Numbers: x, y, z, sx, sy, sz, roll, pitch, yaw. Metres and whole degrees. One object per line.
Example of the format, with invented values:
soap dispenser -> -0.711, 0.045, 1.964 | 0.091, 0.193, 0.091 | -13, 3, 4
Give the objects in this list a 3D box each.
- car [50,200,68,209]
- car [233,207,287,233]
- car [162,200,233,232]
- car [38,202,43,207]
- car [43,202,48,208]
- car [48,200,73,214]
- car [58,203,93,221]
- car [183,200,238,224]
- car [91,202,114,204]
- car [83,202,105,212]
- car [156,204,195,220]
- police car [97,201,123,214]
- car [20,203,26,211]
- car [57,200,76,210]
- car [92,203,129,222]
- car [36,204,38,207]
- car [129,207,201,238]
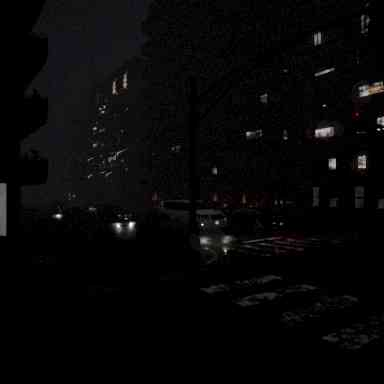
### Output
car -> -28.394, 2.623, 70.908 | 2.192, 1.841, 5.009 | -1, 0, -36
car -> 3.937, 1.756, 22.011 | 2.128, 1.511, 4.902 | 0, -1, -37
car -> -0.127, 1.538, 22.145 | 2.150, 2.045, 5.566 | 0, -1, -36
car -> -35.038, 3.049, 80.077 | 1.887, 1.381, 4.507 | -1, 0, -36
car -> -31.712, 2.972, 75.492 | 1.947, 1.339, 4.313 | -1, 0, -36
car -> -18.948, 2.247, 48.241 | 2.097, 1.767, 4.553 | 0, -1, -35
car -> -11.838, 2.163, 33.863 | 1.887, 1.381, 4.507 | -1, 0, -36
car -> 1.527, 1.713, 29.643 | 2.192, 1.841, 5.009 | -1, 0, -36
car -> -12.474, 2.274, 44.625 | 1.837, 1.490, 4.892 | 0, -1, -36
car -> -16.312, 2.432, 55.097 | 1.882, 1.535, 5.008 | 0, -1, -36
car -> -1.791, 2.045, 34.227 | 1.887, 1.381, 4.507 | -1, 0, -36
police car -> -12.273, 2.256, 49.516 | 1.930, 1.638, 5.238 | 0, -1, -36
car -> -31.786, 2.769, 61.374 | 1.887, 1.381, 4.507 | -1, 0, -36
car -> -25.069, 2.524, 66.322 | 2.192, 1.841, 5.009 | -1, 0, -36
car -> -7.543, 2.093, 32.375 | 2.033, 1.411, 5.357 | 0, -1, -36
car -> -38.357, 3.168, 84.665 | 1.947, 1.339, 4.313 | -1, 0, -36
car -> -1.764, 1.833, 19.970 | 1.752, 1.417, 4.829 | -1, 0, -36
